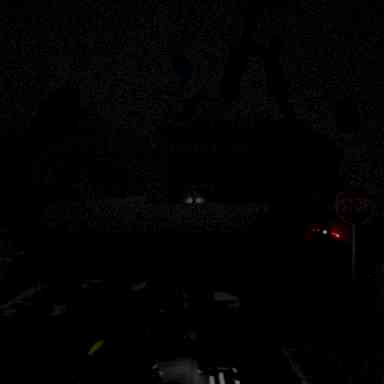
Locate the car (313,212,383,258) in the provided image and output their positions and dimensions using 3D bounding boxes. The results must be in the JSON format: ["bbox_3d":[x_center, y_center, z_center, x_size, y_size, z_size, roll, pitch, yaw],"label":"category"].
[{"bbox_3d":[7.177,1.437,11.783,5.357,1.411,2.033,0,0,-3],"label":"car"}]
